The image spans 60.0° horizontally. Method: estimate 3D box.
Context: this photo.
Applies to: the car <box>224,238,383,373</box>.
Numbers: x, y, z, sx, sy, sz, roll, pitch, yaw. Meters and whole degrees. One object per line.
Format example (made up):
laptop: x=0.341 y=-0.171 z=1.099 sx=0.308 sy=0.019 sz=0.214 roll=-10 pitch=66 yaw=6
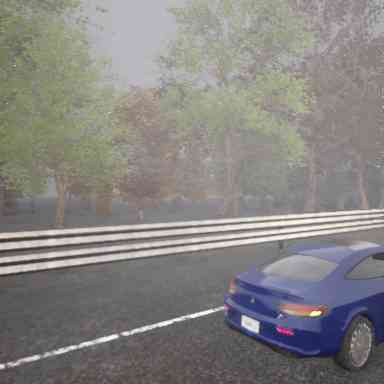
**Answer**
car: x=2.622 y=1.526 z=5.596 sx=4.674 sy=1.442 sz=1.812 roll=0 pitch=0 yaw=-35
